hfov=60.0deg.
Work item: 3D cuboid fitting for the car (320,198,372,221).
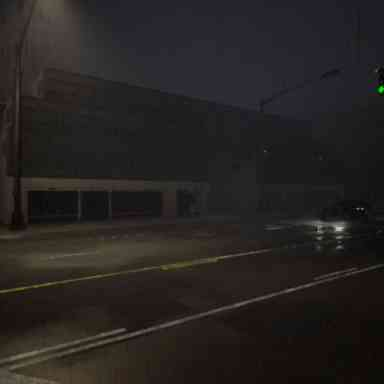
[{"bbox_3d":[11.874,1.258,25.575,5.008,1.535,1.882,-2,1,-36],"label":"car"}]
